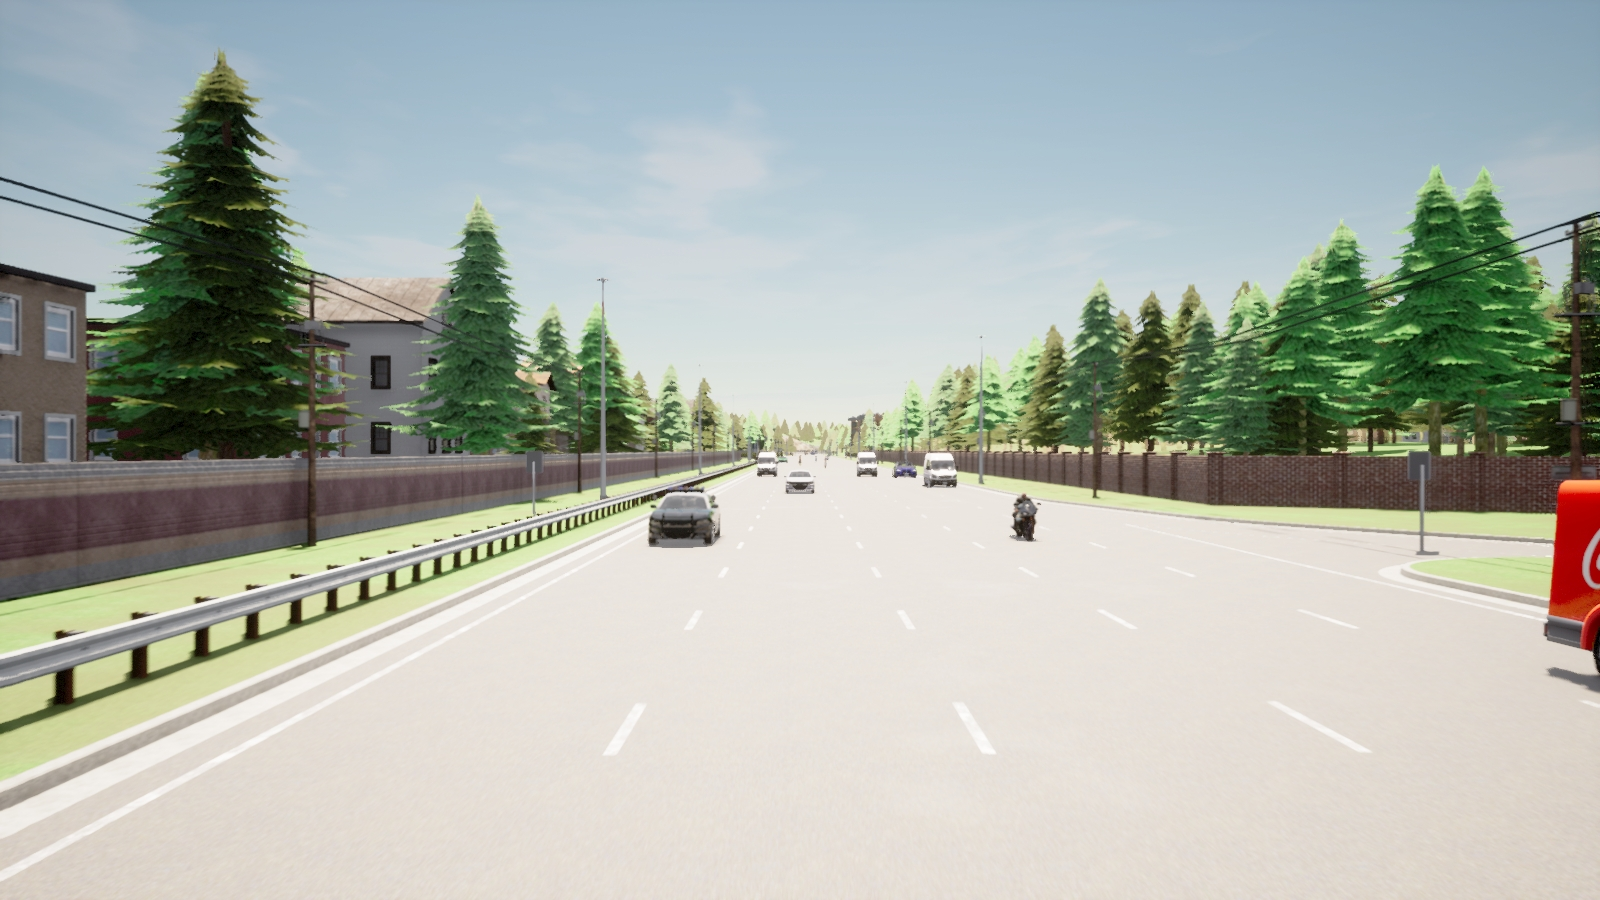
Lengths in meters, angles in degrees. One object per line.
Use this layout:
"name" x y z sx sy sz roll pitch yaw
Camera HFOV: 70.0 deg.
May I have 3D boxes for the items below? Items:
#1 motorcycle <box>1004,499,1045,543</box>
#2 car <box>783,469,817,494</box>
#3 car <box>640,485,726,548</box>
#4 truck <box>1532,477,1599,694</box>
"motorcycle" 7.000 2.204 35.733 0.867 1.251 2.209 0 0 0
"car" 0.000 2.034 74.781 2.097 1.535 5.006 0 0 0
"car" -3.500 1.982 35.097 2.097 1.638 5.238 0 0 0
"truck" 10.499 1.568 11.739 2.627 2.467 5.204 0 0 0
